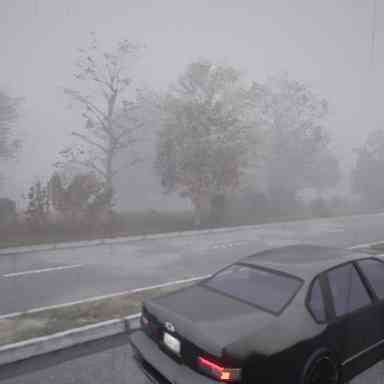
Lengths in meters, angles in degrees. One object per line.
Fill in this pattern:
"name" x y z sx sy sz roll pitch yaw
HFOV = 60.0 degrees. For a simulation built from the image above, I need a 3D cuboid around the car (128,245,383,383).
"car" 1.838 1.511 4.749 5.357 1.411 2.033 -1 0 -35
